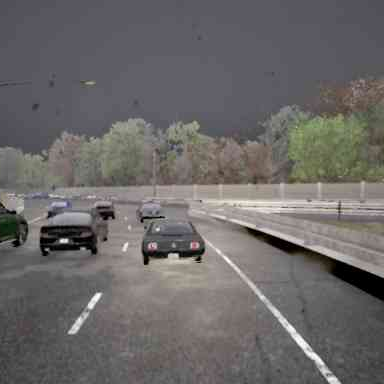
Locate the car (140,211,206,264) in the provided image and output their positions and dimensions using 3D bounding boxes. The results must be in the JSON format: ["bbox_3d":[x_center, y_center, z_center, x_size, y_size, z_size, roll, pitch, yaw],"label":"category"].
[{"bbox_3d":[-0.768,1.568,11.773,1.895,1.301,4.718,0,0,-6],"label":"car"}]

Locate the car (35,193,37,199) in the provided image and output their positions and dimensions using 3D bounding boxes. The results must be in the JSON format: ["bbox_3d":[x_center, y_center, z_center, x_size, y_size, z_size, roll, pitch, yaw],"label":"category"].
[{"bbox_3d":[-41.007,1.295,81.873,5.357,1.411,2.033,0,0,39],"label":"car"}]

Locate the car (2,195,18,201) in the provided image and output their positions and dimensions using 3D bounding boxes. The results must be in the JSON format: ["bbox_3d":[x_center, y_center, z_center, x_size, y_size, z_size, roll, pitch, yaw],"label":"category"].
[{"bbox_3d":[-43.310,1.325,79.238,4.181,1.385,1.994,0,0,39],"label":"car"}]

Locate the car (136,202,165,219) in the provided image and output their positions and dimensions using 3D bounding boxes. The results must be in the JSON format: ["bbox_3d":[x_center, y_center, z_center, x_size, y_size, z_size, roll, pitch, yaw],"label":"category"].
[{"bbox_3d":[-3.218,1.482,25.524,2.033,1.411,5.357,0,0,-14],"label":"car"}]

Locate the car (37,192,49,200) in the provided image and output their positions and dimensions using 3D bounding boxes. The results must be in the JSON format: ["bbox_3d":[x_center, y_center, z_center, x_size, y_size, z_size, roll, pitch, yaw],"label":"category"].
[{"bbox_3d":[-38.298,0.978,84.227,5.566,2.045,2.150,0,0,39],"label":"car"}]

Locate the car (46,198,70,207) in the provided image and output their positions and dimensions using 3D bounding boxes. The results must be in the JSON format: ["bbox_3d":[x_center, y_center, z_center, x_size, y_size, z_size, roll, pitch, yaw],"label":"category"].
[{"bbox_3d":[-11.301,1.479,28.733,1.812,1.442,4.674,0,0,-16],"label":"car"}]

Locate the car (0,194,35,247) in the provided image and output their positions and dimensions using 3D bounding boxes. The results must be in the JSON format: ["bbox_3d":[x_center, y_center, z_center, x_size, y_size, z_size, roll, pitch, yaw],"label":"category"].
[{"bbox_3d":[-7.795,1.215,11.768,2.150,2.045,5.566,0,0,-6],"label":"car"}]

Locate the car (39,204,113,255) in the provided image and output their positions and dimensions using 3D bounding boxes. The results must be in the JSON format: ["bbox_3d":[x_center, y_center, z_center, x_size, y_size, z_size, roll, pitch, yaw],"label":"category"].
[{"bbox_3d":[-4.498,1.453,13.313,1.882,1.535,5.008,0,0,-8],"label":"car"}]

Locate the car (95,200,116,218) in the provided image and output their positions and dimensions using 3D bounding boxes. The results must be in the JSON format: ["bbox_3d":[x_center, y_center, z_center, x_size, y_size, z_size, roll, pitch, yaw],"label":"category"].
[{"bbox_3d":[-7.607,1.447,28.530,1.837,1.490,4.892,0,1,-15],"label":"car"}]
